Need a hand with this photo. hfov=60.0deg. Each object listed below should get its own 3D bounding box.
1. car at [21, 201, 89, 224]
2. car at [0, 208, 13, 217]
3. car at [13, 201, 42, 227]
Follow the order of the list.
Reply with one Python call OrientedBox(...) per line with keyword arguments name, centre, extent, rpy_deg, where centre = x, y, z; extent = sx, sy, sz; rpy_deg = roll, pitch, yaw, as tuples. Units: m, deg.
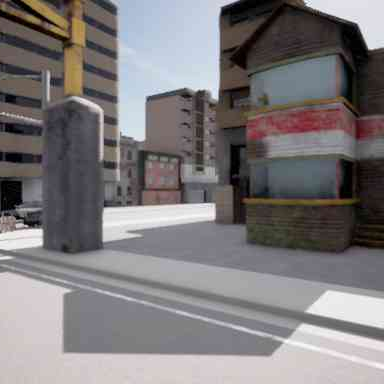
OrientedBox(name="car", centre=(-9.053, 1.285, 22.404), extent=(1.853, 1.218, 4.536), rpy_deg=(0, 0, 16))
OrientedBox(name="car", centre=(-12.215, 1.281, 25.064), extent=(4.536, 1.218, 1.853), rpy_deg=(0, 0, -29))
OrientedBox(name="car", centre=(-9.067, 1.443, 22.354), extent=(2.038, 1.542, 4.974), rpy_deg=(0, 0, 16))
